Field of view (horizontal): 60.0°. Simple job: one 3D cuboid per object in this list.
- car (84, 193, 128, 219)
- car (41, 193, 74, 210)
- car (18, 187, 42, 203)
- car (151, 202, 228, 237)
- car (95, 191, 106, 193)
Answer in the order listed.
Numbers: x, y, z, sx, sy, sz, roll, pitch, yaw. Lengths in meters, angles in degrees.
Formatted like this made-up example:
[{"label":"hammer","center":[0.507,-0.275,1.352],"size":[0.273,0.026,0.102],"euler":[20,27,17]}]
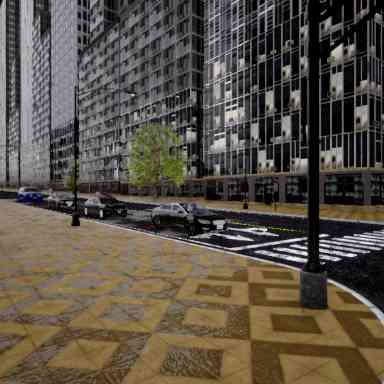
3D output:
[{"label":"car","center":[-6.467,1.086,24.689],"size":[1.837,1.490,4.892],"euler":[0,1,-38]},{"label":"car","center":[-12.888,0.883,32.881],"size":[2.128,1.511,4.902],"euler":[0,1,-38]},{"label":"car","center":[-21.218,0.367,43.654],"size":[2.150,2.045,5.566],"euler":[0,1,-38]},{"label":"car","center":[-0.254,1.257,16.790],"size":[2.128,1.511,4.902],"euler":[0,1,-38]},{"label":"car","center":[-13.958,0.639,50.381],"size":[1.812,1.442,4.674],"euler":[0,1,-38]}]
